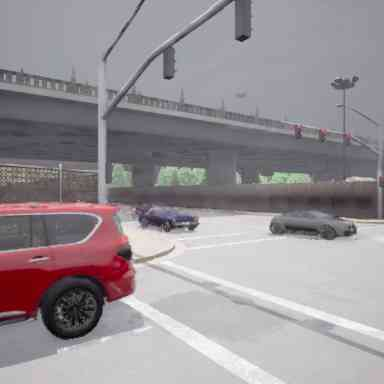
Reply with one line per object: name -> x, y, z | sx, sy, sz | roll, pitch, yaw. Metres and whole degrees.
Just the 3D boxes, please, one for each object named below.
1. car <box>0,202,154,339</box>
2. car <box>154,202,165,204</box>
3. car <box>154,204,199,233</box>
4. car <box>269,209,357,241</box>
car -> -3.633, 1.219, 5.158 | 5.566, 2.045, 2.150 | 0, 0, -32
car -> -3.126, 1.603, 28.803 | 2.033, 1.411, 5.357 | 0, 0, -36
car -> -1.553, 1.656, 20.484 | 1.895, 1.301, 4.718 | 0, 0, -34
car -> 6.074, 1.594, 17.028 | 4.181, 1.385, 1.994 | -1, 0, 45
